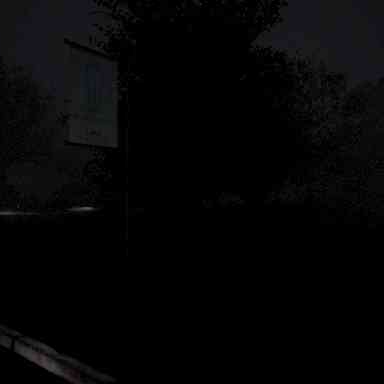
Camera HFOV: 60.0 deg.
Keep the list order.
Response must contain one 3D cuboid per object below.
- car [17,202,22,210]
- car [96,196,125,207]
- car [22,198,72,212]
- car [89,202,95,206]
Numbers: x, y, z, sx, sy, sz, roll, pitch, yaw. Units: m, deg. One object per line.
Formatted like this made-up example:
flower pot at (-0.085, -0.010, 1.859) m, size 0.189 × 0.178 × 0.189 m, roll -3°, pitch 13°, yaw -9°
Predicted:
car at (-18.964, 1.482, 41.176) m, size 2.128 × 1.511 × 4.902 m, roll 0°, pitch 0°, yaw 39°
car at (-10.185, 1.183, 46.638) m, size 2.150 × 2.045 × 5.566 m, roll 0°, pitch 0°, yaw 38°
car at (-16.501, 1.469, 38.652) m, size 1.882 × 1.535 × 5.008 m, roll 0°, pitch 0°, yaw 39°
car at (-12.508, 1.506, 49.342) m, size 2.033 × 1.411 × 5.357 m, roll 0°, pitch 0°, yaw 38°
